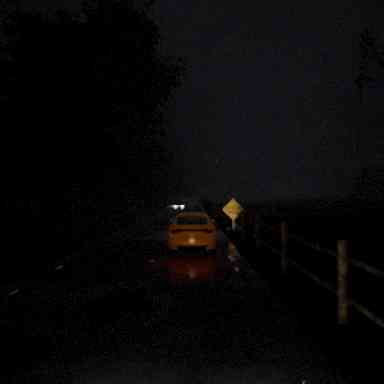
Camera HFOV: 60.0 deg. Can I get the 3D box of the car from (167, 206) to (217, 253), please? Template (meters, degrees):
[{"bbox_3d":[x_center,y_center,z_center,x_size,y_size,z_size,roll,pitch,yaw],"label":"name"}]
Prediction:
[{"bbox_3d":[0.003,1.622,14.467,1.882,1.535,5.008,0,0,0],"label":"car"}]

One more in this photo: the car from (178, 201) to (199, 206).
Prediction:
[{"bbox_3d":[-0.001,1.823,28.991,2.033,1.411,5.357,0,0,0],"label":"car"}]

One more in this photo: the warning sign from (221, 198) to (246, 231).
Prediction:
[{"bbox_3d":[2.439,1.311,19.699,1.300,1.860,1.060,-1,-1,0],"label":"warning sign"}]

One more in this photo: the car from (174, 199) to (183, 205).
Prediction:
[{"bbox_3d":[-2.756,2.130,70.947,1.895,1.301,4.718,0,0,0],"label":"car"}]
